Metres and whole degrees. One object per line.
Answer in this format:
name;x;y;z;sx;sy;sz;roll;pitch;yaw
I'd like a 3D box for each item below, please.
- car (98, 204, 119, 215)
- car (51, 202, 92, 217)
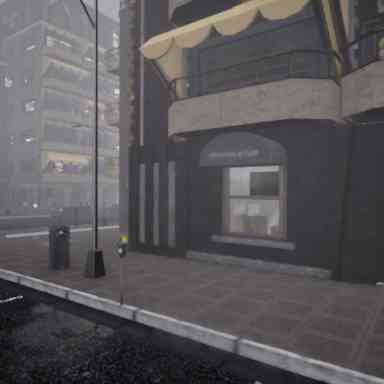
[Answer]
car;-9.457;2.051;39.889;1.802;1.307;4.206;-1;-1;35
car;-12.738;1.809;35.263;1.967;1.590;4.097;-1;-1;35
